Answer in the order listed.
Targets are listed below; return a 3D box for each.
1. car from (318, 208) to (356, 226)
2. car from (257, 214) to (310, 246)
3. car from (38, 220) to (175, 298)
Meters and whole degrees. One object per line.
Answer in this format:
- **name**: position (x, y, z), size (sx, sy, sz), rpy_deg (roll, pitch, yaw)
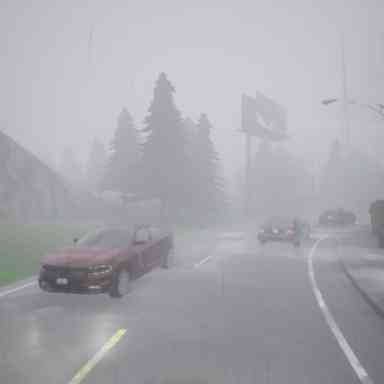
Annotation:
- **car**: position (11.951, 1.982, 27.264), size (1.994, 1.385, 4.181), rpy_deg (0, -1, 40)
- **car**: position (4.712, 1.792, 16.719), size (2.033, 1.411, 5.357), rpy_deg (0, -1, 26)
- **car**: position (-1.983, 1.591, 9.180), size (1.882, 1.535, 5.008), rpy_deg (0, -1, 15)
